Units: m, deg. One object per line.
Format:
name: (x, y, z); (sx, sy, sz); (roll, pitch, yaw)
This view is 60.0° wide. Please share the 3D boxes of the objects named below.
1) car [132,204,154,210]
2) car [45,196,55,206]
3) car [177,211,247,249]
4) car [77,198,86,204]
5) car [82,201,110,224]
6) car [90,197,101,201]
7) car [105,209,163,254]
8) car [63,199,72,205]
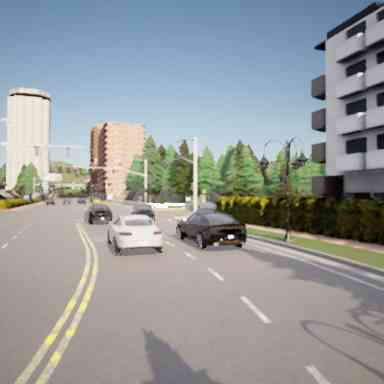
car: (-4.329, 1.828, 29.692); (1.812, 1.442, 4.674); (0, 0, -12)
car: (-32.017, 2.303, 75.309); (2.033, 1.411, 5.357); (0, -1, -20)
car: (0.743, 1.636, 15.493); (1.882, 1.535, 5.008); (0, 0, -19)
car: (-28.066, 2.377, 85.005); (2.128, 1.511, 4.902); (0, -1, -20)
car: (-7.887, 1.791, 27.923); (1.837, 1.490, 4.892); (0, 0, -24)
car: (-24.678, 2.341, 85.926); (1.882, 1.535, 5.008); (0, -1, -20)
car: (-2.504, 1.671, 14.184); (1.812, 1.442, 4.674); (0, 0, -19)
car: (-28.724, 2.300, 76.494); (2.128, 1.511, 4.902); (0, -1, -20)
